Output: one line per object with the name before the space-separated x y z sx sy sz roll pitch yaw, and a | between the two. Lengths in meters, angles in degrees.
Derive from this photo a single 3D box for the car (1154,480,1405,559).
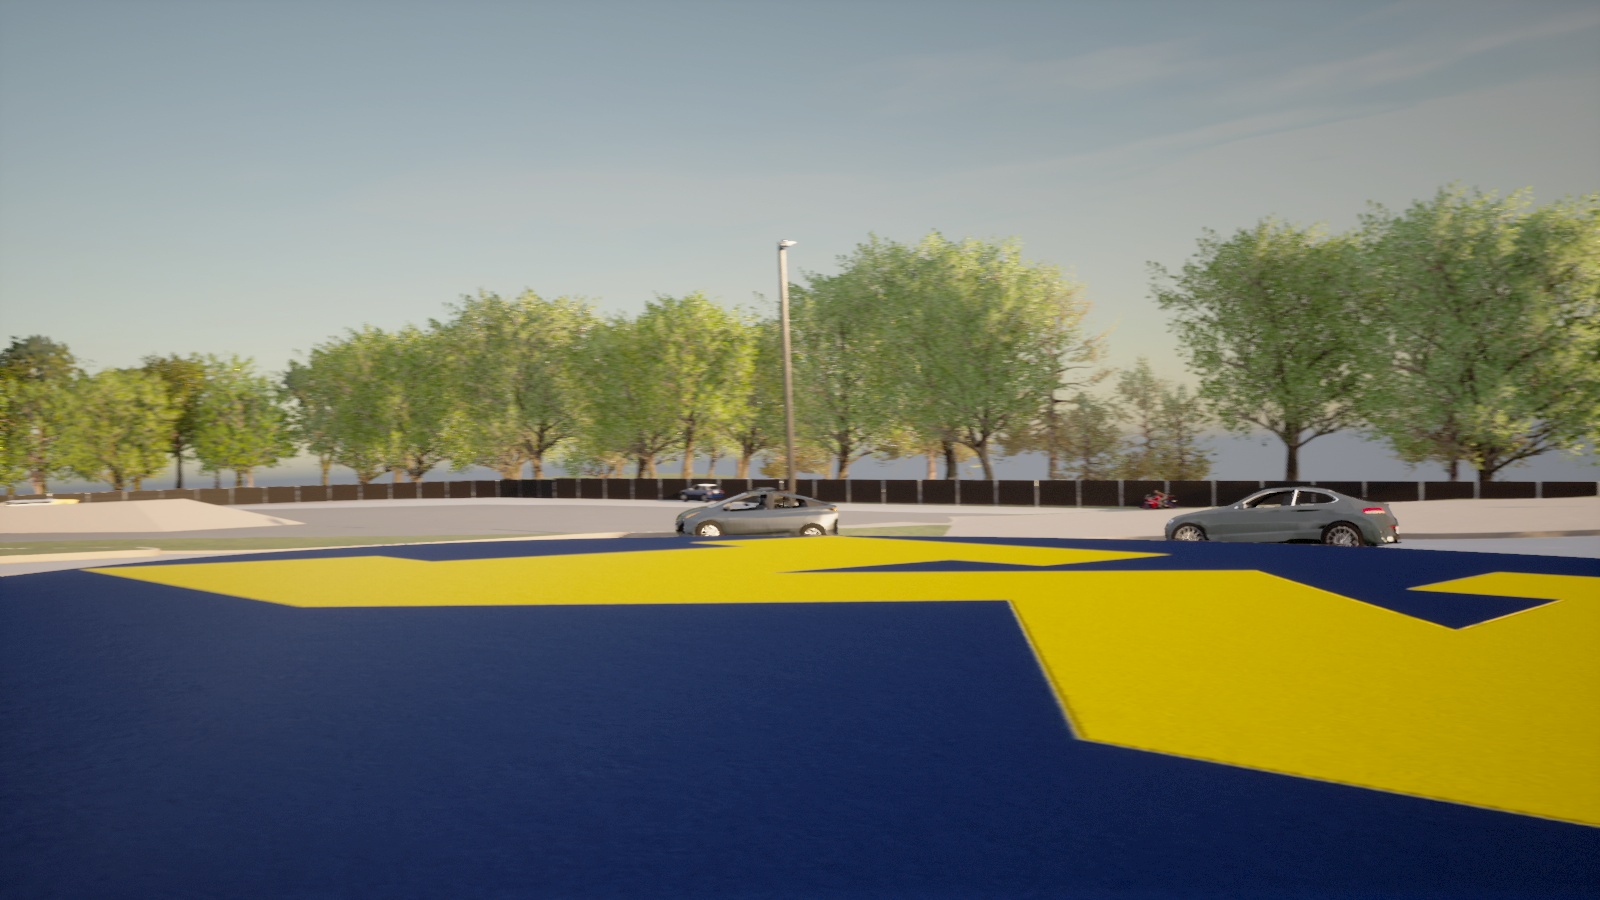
car | 10.927 1.618 28.774 5.027 1.651 2.152 -2 -6 32

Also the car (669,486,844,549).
car | -1.244 1.854 34.683 4.514 1.525 2.007 2 -1 -10

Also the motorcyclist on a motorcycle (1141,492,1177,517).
motorcyclist on a motorcycle | 23.864 3.608 83.448 2.191 1.530 0.866 0 1 28
